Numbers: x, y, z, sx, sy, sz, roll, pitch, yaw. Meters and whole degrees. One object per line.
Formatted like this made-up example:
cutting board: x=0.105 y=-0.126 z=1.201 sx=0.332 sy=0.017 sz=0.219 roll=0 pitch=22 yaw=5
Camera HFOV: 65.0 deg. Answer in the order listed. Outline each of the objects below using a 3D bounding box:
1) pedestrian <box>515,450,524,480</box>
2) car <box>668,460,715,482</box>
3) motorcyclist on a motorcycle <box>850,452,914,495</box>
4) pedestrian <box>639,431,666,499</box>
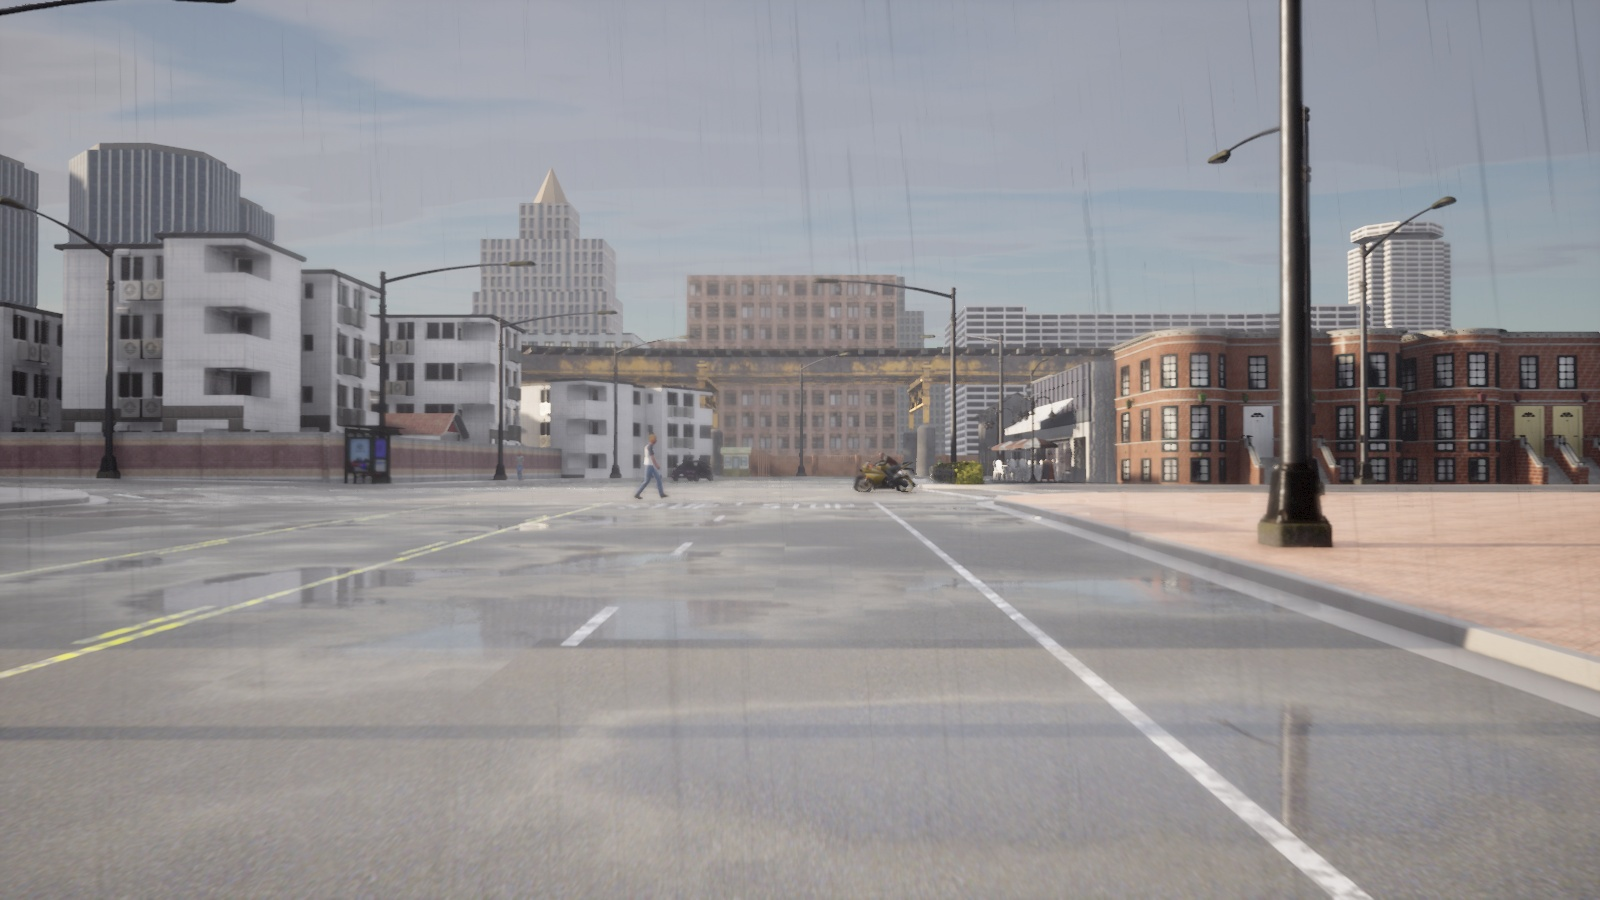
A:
pedestrian: x=-17.267 y=0.931 z=77.278 sx=0.354 sy=1.836 sz=0.706 roll=0 pitch=-1 yaw=4
car: x=-7.477 y=1.448 z=86.886 sx=1.816 sy=1.474 sz=4.193 roll=0 pitch=-1 yaw=16
motorcyclist on a motorcycle: x=2.970 y=0.855 z=45.416 sx=2.191 sy=1.530 sz=0.866 roll=0 pitch=0 yaw=-6
pedestrian: x=-4.018 y=0.405 z=34.305 sx=0.706 sy=1.836 sz=0.354 roll=0 pitch=-1 yaw=-3
